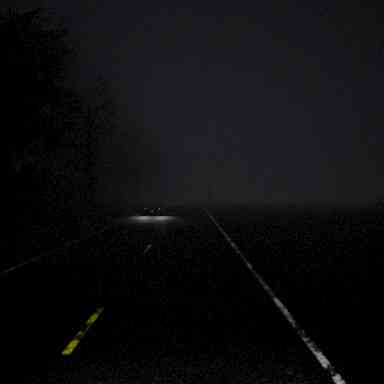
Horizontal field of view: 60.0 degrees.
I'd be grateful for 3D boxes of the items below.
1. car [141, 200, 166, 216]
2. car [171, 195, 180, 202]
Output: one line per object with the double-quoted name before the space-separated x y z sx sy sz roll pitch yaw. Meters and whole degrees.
"car" -3.615 1.505 32.539 1.812 1.442 4.674 0 0 0
"car" -3.545 1.363 73.168 1.837 1.490 4.892 0 0 0
